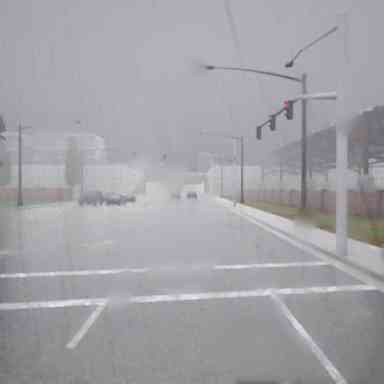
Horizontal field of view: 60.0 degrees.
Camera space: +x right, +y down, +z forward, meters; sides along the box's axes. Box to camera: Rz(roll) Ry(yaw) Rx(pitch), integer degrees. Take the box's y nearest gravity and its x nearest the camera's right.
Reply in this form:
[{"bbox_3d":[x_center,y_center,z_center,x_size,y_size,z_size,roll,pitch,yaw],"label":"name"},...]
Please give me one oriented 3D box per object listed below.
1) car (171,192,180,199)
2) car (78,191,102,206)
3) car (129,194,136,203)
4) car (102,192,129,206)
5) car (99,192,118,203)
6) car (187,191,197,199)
[{"bbox_3d":[-3.489,0.746,71.677,2.128,1.511,4.902,0,1,0],"label":"car"},{"bbox_3d":[-14.016,0.835,46.488,2.150,2.045,5.566,0,1,0],"label":"car"},{"bbox_3d":[-10.534,1.079,55.264,1.994,1.385,4.181,0,1,0],"label":"car"},{"bbox_3d":[-10.525,1.091,46.271,1.882,1.535,5.008,0,1,1],"label":"car"},{"bbox_3d":[-14.021,0.861,55.940,2.097,1.767,4.553,0,1,0],"label":"car"},{"bbox_3d":[0.010,0.575,71.645,2.097,1.767,4.553,0,1,0],"label":"car"}]
